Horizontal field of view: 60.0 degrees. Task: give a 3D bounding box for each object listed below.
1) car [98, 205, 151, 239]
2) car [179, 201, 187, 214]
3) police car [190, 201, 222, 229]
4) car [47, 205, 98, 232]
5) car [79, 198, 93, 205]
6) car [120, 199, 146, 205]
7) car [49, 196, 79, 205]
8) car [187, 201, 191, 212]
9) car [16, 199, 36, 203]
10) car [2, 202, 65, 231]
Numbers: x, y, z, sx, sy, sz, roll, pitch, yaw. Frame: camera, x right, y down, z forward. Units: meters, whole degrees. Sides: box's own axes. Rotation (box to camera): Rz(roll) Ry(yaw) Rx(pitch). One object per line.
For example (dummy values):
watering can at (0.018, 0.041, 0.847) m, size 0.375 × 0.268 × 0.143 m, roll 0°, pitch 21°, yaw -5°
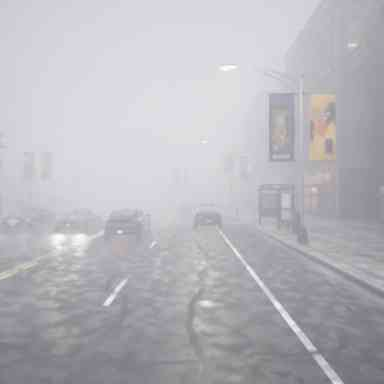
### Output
car at (-3.419, 1.657, 18.144) m, size 1.837 × 1.490 × 4.892 m, roll 0°, pitch 0°, yaw 0°
car at (-0.339, 1.868, 40.828) m, size 1.812 × 1.442 × 4.674 m, roll 0°, pitch 0°, yaw -15°
police car at (1.025, 1.622, 23.466) m, size 1.930 × 1.638 × 5.238 m, roll 0°, pitch 0°, yaw 0°
car at (-7.168, 1.742, 21.161) m, size 1.994 × 1.385 × 4.181 m, roll 0°, pitch 0°, yaw -1°
car at (-22.631, 1.919, 67.537) m, size 5.357 × 1.411 × 2.033 m, roll 0°, pitch -1°, yaw 27°
car at (-10.854, 1.979, 58.367) m, size 2.128 × 1.511 × 4.902 m, roll 0°, pitch -1°, yaw -43°
car at (-23.336, 1.722, 59.494) m, size 5.566 × 2.045 × 2.150 m, roll 0°, pitch -1°, yaw 35°
car at (0.838, 1.741, 34.086) m, size 1.801 × 1.575 × 5.366 m, roll 0°, pitch 0°, yaw -5°
car at (-29.068, 1.986, 58.918) m, size 4.892 × 1.490 × 1.837 m, roll 0°, pitch -1°, yaw 29°
car at (-10.658, 1.677, 22.150) m, size 2.128 × 1.511 × 4.902 m, roll 0°, pitch 0°, yaw 0°
